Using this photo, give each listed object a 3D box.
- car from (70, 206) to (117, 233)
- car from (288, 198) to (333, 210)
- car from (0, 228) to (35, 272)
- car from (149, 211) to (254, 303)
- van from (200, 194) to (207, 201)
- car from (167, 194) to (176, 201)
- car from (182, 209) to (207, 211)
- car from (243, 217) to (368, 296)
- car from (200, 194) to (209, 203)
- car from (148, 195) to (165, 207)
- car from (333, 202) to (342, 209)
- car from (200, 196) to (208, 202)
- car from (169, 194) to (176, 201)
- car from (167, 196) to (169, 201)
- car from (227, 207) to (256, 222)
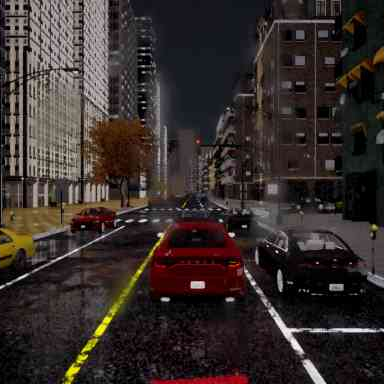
[{"bbox_3d":[-5.650,1.549,19.487,1.887,1.381,4.507,0,0,0],"label":"car"},{"bbox_3d":[13.508,1.359,38.852,4.403,1.369,2.008,-1,1,0],"label":"car"},{"bbox_3d":[-5.673,1.526,8.251,1.752,1.417,4.829,0,0,0],"label":"car"},{"bbox_3d":[0.109,1.478,8.310,1.882,1.535,5.008,0,0,0],"label":"car"},{"bbox_3d":[2.869,1.424,84.995,1.690,1.788,3.998,0,0,0],"label":"van"},{"bbox_3d":[-5.501,1.410,90.535,2.192,1.841,5.009,0,0,0],"label":"car"},{"bbox_3d":[0.126,1.605,18.401,1.895,1.301,4.718,0,0,0],"label":"car"},{"bbox_3d":[2.707,1.552,8.403,2.008,1.369,4.403,0,0,0],"label":"car"},{"bbox_3d":[2.846,1.630,73.948,1.947,1.339,4.313,0,0,0],"label":"car"},{"bbox_3d":[-5.582,1.349,51.875,2.192,1.841,5.009,0,0,0],"label":"car"},{"bbox_3d":[18.905,1.259,38.895,4.829,1.417,1.752,-1,1,0],"label":"car"},{"bbox_3d":[2.858,1.599,79.641,1.752,1.417,4.829,0,0,0],"label":"car"},{"bbox_3d":[-5.512,1.649,85.012,1.947,1.339,4.313,0,0,0],"label":"car"},{"bbox_3d":[-5.570,1.607,57.398,1.947,1.339,4.313,0,0,0],"label":"car"},{"bbox_3d":[2.730,1.555,19.469,2.008,1.369,4.403,0,0,0],"label":"car"}]
